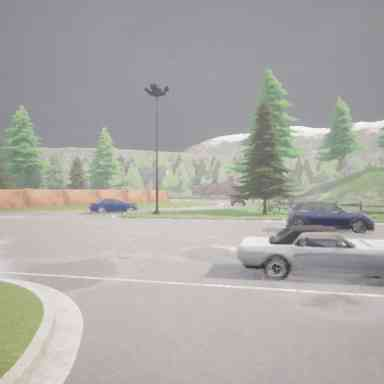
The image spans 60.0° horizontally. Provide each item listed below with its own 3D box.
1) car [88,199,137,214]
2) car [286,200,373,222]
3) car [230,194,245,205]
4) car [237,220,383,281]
[{"bbox_3d":[-8.371,1.463,35.305,5.008,1.535,1.882,0,1,-27],"label":"car"},{"bbox_3d":[7.670,1.329,18.786,4.553,1.767,2.097,0,0,13],"label":"car"},{"bbox_3d":[7.720,1.173,56.174,2.150,2.045,5.566,1,0,4],"label":"car"},{"bbox_3d":[3.643,1.591,8.938,4.718,1.301,1.895,0,0,13],"label":"car"}]
